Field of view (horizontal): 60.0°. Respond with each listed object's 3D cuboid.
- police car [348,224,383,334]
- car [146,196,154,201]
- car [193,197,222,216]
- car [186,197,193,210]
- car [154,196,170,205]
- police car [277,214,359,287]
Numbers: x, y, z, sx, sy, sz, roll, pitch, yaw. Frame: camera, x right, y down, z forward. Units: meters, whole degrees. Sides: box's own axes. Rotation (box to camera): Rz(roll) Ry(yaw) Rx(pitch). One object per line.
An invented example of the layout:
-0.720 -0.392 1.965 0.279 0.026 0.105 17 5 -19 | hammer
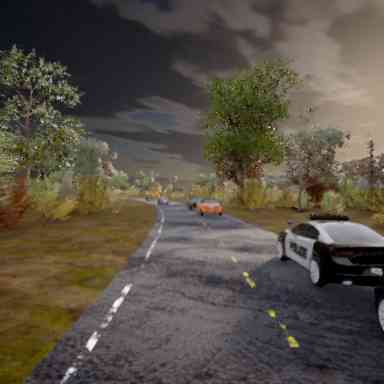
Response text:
3.917 1.460 3.583 1.930 1.638 5.238 0 0 0 | police car
-10.473 1.593 83.155 2.033 1.411 5.357 0 0 -15 | car
1.652 1.405 33.599 2.097 1.767 4.553 0 0 -6 | car
0.477 1.407 44.220 2.097 1.767 4.553 0 0 -8 | car
-4.994 1.524 58.596 2.128 1.511 4.902 0 0 -10 | car
3.872 1.467 9.630 1.930 1.638 5.238 0 0 -1 | police car
